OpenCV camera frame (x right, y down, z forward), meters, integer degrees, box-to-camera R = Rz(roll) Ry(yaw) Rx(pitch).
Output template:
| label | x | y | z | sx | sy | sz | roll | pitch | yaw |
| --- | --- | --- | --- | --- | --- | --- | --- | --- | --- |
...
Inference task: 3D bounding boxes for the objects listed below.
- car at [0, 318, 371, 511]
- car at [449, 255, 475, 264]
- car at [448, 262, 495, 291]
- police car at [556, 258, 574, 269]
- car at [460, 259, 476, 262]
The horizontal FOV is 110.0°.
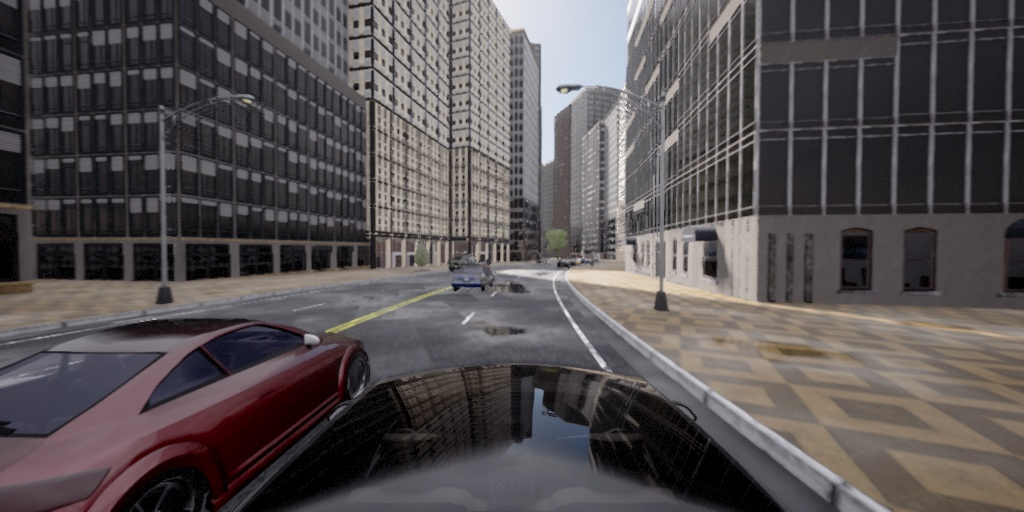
| label | x | y | z | sx | sy | sz | roll | pitch | yaw |
| --- | --- | --- | --- | --- | --- | --- | --- | --- | --- |
| car | -3.075 | 1.304 | 3.592 | 1.994 | 1.385 | 4.181 | 0 | 0 | 1 |
| car | -5.921 | 0.917 | 43.734 | 2.150 | 2.045 | 5.566 | 0 | 0 | 11 |
| car | -2.211 | 1.279 | 21.530 | 2.033 | 1.411 | 5.357 | 0 | 0 | 5 |
| police car | 8.599 | 1.207 | 59.617 | 1.930 | 1.638 | 5.238 | 0 | 0 | 15 |
| car | -3.664 | 1.313 | 37.753 | 1.895 | 1.301 | 4.718 | 0 | 0 | 9 |
